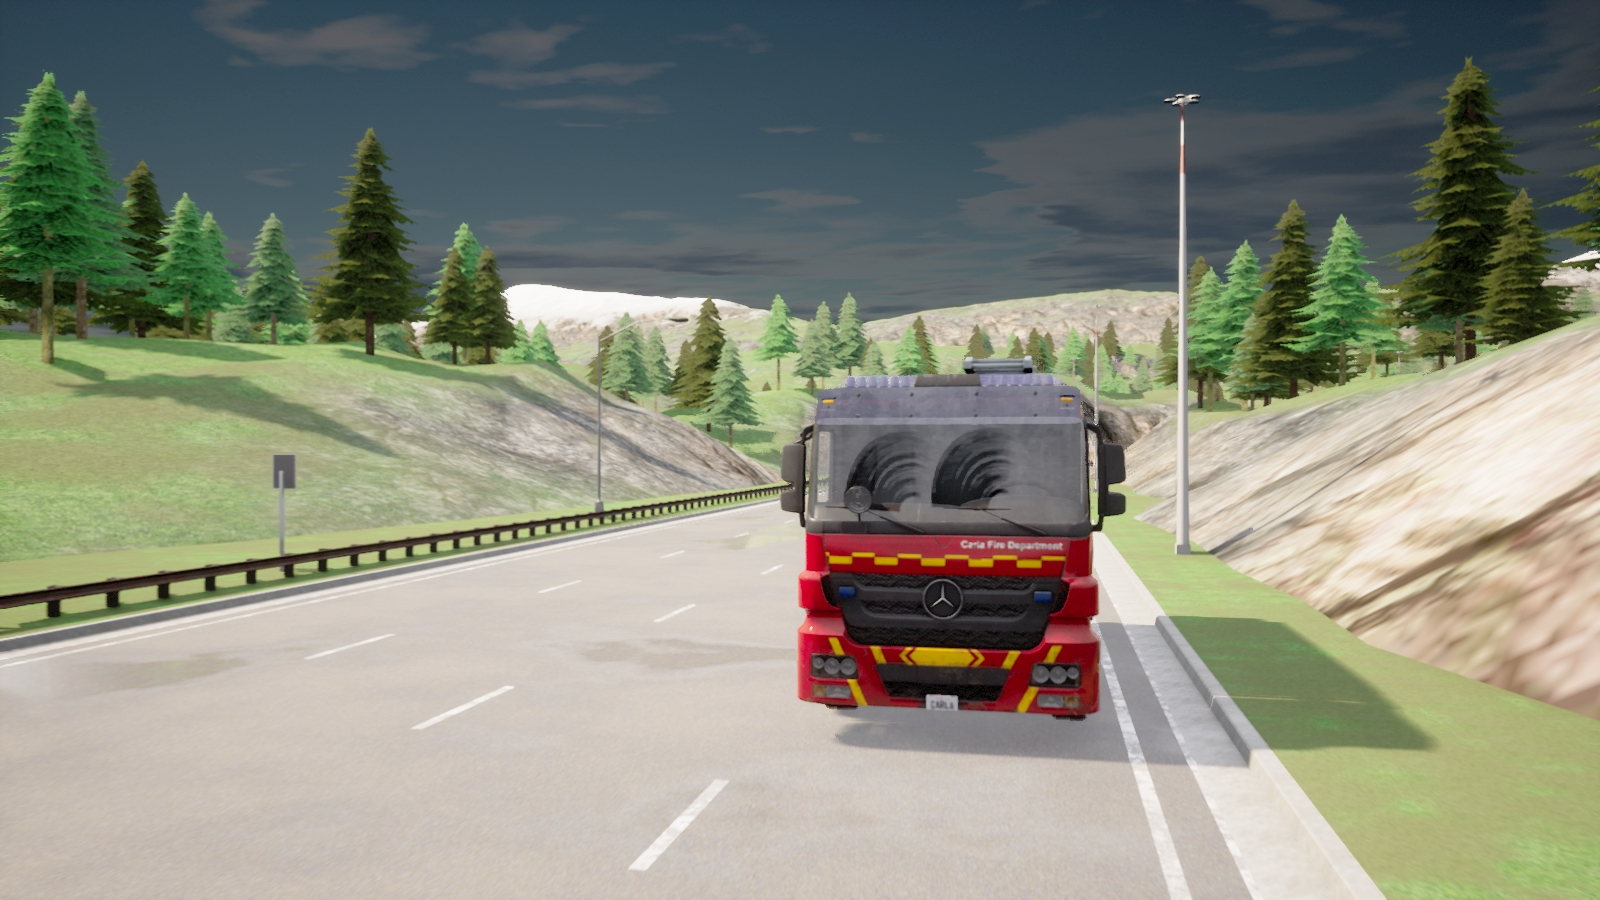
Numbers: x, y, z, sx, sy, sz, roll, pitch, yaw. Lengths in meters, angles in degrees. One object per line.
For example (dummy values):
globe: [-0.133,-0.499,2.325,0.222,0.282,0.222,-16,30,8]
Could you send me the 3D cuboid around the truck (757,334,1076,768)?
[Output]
truck: [1.887,0.891,14.524,2.891,3.827,8.468,0,0,12]
